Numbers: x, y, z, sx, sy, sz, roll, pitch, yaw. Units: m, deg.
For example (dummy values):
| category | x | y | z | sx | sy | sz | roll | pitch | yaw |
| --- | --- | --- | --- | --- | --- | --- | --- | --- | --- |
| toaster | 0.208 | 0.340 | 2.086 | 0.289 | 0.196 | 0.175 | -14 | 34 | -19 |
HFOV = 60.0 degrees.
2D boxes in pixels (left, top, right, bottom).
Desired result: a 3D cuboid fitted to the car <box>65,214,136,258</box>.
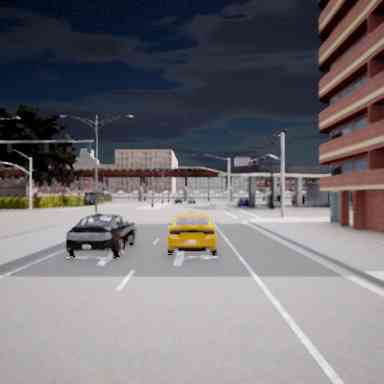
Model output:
| category | x | y | z | sx | sy | sz | roll | pitch | yaw |
| --- | --- | --- | --- | --- | --- | --- | --- | --- | --- |
| car | -3.485 | 1.642 | 13.488 | 2.128 | 1.511 | 4.902 | 0 | -1 | 0 |

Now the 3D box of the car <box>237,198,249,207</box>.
| category | x | y | z | sx | sy | sz | roll | pitch | yaw |
| --- | --- | --- | --- | --- | --- | --- | --- | --- | --- |
| car | 9.700 | 1.983 | 62.505 | 2.242 | 1.667 | 4.611 | 0 | -1 | 0 |

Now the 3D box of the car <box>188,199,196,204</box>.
| category | x | y | z | sx | sy | sz | roll | pitch | yaw |
| --- | --- | --- | --- | --- | --- | --- | --- | --- | --- |
| car | -0.014 | 2.500 | 87.175 | 1.994 | 1.385 | 4.181 | 0 | -1 | 0 |

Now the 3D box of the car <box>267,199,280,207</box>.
| category | x | y | z | sx | sy | sz | roll | pitch | yaw |
| --- | --- | --- | --- | --- | --- | --- | --- | --- | --- |
| car | 15.445 | 2.153 | 63.267 | 1.970 | 1.475 | 3.806 | 0 | -1 | 0 |

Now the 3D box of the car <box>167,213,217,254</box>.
| category | x | y | z | sx | sy | sz | roll | pitch | yaw |
| --- | --- | --- | --- | --- | --- | --- | --- | --- | --- |
| car | 0.021 | 1.635 | 14.228 | 1.882 | 1.535 | 5.008 | 0 | 0 | 0 |

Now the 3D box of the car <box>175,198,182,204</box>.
| category | x | y | z | sx | sy | sz | roll | pitch | yaw |
| --- | --- | --- | --- | --- | --- | --- | --- | --- | --- |
| car | -3.514 | 2.448 | 87.174 | 1.837 | 1.490 | 4.892 | 0 | -1 | 0 |
